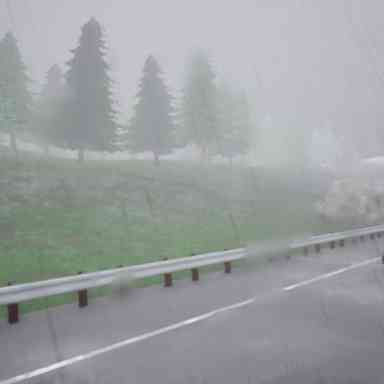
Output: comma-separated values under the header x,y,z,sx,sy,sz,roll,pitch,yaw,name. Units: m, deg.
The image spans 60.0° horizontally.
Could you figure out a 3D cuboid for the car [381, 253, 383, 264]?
x,y,z,sx,sy,sz,roll,pitch,yaw,name
8.100,1.740,11.034,5.357,1.411,2.033,1,-2,-42,car
